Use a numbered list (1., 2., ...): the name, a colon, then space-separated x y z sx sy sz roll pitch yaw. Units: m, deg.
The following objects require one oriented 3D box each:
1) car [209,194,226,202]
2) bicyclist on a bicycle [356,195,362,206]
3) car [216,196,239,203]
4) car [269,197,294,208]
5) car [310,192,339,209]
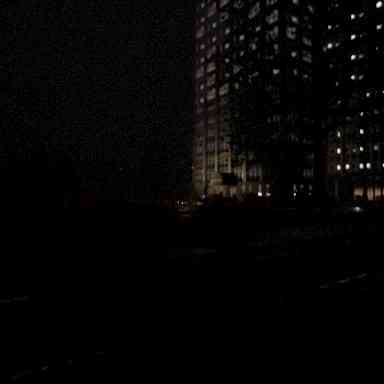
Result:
1. car: 4.192 1.133 63.467 2.097 1.767 4.553 1 0 -34
2. bicyclist on a bicycle: 23.888 1.196 47.576 1.656 1.620 0.582 0 0 -34
3. car: 6.856 1.414 65.326 1.895 1.301 4.718 1 0 -34
4. car: 11.527 1.315 40.676 1.994 1.385 4.181 1 0 -34
5. car: 15.199 1.007 41.041 2.150 2.045 5.566 1 0 -34
